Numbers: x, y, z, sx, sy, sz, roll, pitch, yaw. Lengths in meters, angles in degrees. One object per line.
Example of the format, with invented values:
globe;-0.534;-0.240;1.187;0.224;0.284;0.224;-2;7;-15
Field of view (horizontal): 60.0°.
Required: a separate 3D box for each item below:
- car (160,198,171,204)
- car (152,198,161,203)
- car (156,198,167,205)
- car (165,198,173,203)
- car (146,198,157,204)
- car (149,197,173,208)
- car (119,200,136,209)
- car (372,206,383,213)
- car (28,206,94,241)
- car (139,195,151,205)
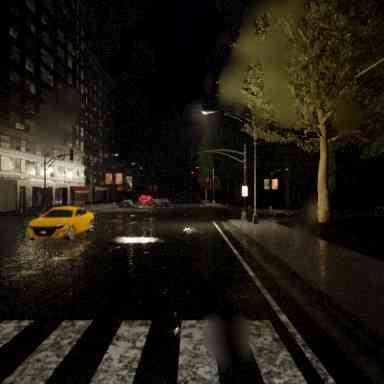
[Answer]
car;-6.311;2.184;79.775;2.033;1.411;5.357;0;-1;0
car;-9.537;2.332;89.615;2.033;1.411;5.357;0;-1;0
car;-6.336;2.019;69.350;1.812;1.442;4.674;0;-1;0
car;-6.283;2.295;91.274;1.882;1.535;5.008;0;-1;0
car;-9.563;2.158;79.040;2.128;1.511;4.902;0;-1;0
car;-4.954;1.843;52.745;2.033;1.411;5.357;0;-1;-17
car;-9.725;1.835;50.336;1.994;1.385;4.181;0;-1;0
car;41.785;3.912;74.357;4.892;1.490;1.837;4;-3;-45
car;-6.562;1.520;17.190;1.882;1.535;5.008;0;0;0
car;-9.588;1.708;68.815;2.150;2.045;5.566;0;-1;0
